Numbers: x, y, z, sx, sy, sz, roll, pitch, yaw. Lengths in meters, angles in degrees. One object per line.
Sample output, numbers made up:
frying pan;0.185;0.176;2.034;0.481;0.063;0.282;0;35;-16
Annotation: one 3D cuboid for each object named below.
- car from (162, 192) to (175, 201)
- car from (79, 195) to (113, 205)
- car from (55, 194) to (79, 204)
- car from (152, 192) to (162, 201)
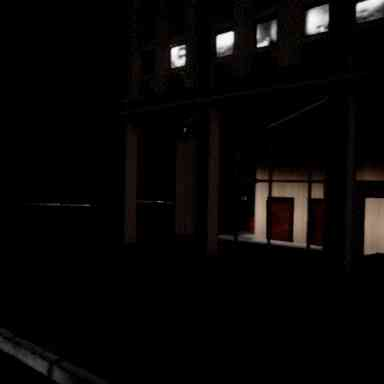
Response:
car;-2.793;0.837;60.428;1.812;1.442;4.674;2;1;38
car;-13.264;1.079;47.279;1.994;1.385;4.181;2;1;38
car;-17.238;0.994;47.485;1.994;1.385;4.181;2;1;38
car;-5.329;0.814;62.462;2.097;1.767;4.553;2;1;38
